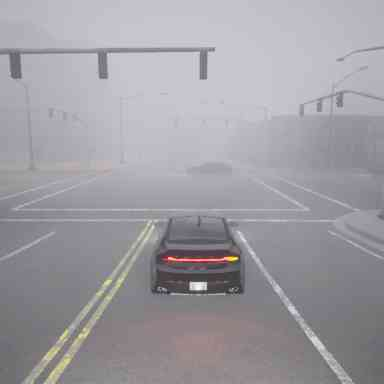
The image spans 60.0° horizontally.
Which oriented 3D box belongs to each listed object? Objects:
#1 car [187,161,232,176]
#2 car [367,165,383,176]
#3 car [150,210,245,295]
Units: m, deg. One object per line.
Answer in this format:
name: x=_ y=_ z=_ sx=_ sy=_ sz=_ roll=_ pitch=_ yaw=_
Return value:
car: x=1.873 y=-2.519 z=35.693 sx=4.892 sy=1.490 sz=1.837 roll=0 pitch=8 yaw=0
car: x=21.760 y=-2.470 z=35.580 sx=5.357 sy=1.411 sz=2.033 roll=0 pitch=8 yaw=0
car: x=0.114 y=1.198 z=8.097 sx=1.837 sy=1.490 sz=4.892 roll=0 pitch=4 yaw=0
